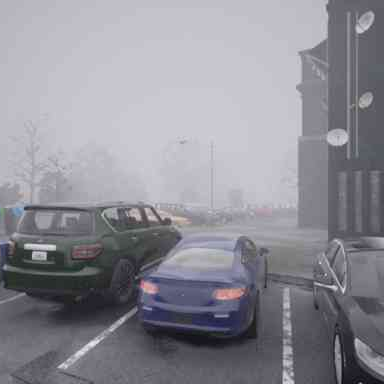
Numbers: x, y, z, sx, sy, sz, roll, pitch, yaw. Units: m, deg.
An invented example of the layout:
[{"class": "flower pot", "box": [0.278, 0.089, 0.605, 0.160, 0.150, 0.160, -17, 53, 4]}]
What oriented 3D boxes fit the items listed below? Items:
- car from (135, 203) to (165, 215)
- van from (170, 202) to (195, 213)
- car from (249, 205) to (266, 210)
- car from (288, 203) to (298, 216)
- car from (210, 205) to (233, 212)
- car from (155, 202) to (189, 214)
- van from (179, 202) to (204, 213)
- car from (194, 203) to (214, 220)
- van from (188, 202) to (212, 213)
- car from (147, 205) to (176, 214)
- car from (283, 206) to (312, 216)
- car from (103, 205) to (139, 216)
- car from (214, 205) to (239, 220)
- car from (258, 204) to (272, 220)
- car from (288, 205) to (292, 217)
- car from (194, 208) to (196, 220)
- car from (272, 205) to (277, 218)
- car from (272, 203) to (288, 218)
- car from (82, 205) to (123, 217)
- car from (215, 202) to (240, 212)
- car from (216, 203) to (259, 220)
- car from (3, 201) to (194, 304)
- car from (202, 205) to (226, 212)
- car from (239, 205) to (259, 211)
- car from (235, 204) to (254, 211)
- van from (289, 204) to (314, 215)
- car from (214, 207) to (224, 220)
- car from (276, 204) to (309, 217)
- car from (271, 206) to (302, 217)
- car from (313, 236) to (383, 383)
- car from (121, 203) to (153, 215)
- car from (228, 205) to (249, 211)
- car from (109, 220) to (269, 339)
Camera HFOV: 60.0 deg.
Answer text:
[{"class": "car", "box": [-6.950, 2.786, 55.168, 4.553, 1.767, 2.185, 0, -2, 15]}, {"class": "van", "box": [-1.787, 2.957, 62.497, 4.442, 1.987, 1.878, 0, -2, 15]}, {"class": "car", "box": [18.124, 4.296, 91.980, 4.792, 1.488, 2.163, 0, -2, 13]}, {"class": "car", "box": [14.276, 2.978, 53.891, 5.566, 2.045, 2.435, 1, -1, 15]}, {"class": "car", "box": [6.580, 3.664, 74.753, 4.792, 1.488, 2.163, 0, -2, 15]}, {"class": "car", "box": [-3.622, 2.841, 60.083, 5.566, 2.045, 2.435, 0, -2, 15]}, {"class": "van", "box": [-0.097, 3.047, 64.946, 4.442, 1.987, 1.878, 0, -2, 15]}, {"class": "car", "box": [-1.183, 2.149, 31.653, 5.566, 2.045, 2.435, 1, -1, 15]}, {"class": "van", "box": [1.594, 3.138, 67.397, 4.442, 1.987, 1.878, 0, -2, 15]}, {"class": "car", "box": [-5.288, 3.042, 57.625, 4.674, 1.452, 2.002, 0, -2, 15]}, {"class": "car", "box": [19.372, 3.501, 61.295, 5.008, 1.535, 2.097, 1, -1, 15]}, {"class": "car", "box": [-10.576, 2.748, 49.941, 4.792, 1.488, 2.163, 0, -2, 15]}, {"class": "car", "box": [2.241, 2.594, 36.598, 5.008, 1.535, 2.097, 1, -1, 15]}, {"class": "car", "box": [7.376, 2.614, 44.012, 5.566, 2.045, 2.435, 1, -1, 15]}, {"class": "car", "box": [12.501, 3.167, 51.422, 4.792, 1.488, 2.163, 1, -1, 15]}, {"class": "car", "box": [-2.768, 2.295, 29.124, 5.366, 1.575, 1.946, 2, -2, 15]}, {"class": "car", "box": [9.081, 2.985, 46.481, 4.792, 1.488, 2.163, 1, -1, 15]}, {"class": "car", "box": [10.800, 2.795, 48.953, 5.566, 2.045, 2.435, 1, -1, 15]}, {"class": "car", "box": [-12.717, 2.613, 47.199, 5.366, 1.575, 1.946, 0, -2, 15]}, {"class": "car", "box": [8.213, 3.473, 77.218, 5.566, 2.045, 2.435, 0, -2, 15]}, {"class": "car", "box": [5.656, 2.650, 41.555, 4.553, 1.767, 2.185, 1, -1, 15]}, {"class": "car", "box": [-1.926, 1.236, 8.343, 2.435, 2.045, 5.566, 0, -1, 16]}, {"class": "car", "box": [4.831, 3.574, 72.313, 4.792, 1.488, 2.163, 0, -2, 15]}, {"class": "car", "box": [14.908, 4.086, 87.024, 5.008, 1.535, 2.097, 0, -2, 14]}, {"class": "car", "box": [13.282, 3.870, 84.561, 4.553, 1.767, 2.185, 0, -2, 14]}, {"class": "van", "box": [20.972, 3.363, 63.798, 4.442, 1.987, 1.878, 1, -1, 15]}, {"class": "car", "box": [0.507, 2.539, 34.120, 4.674, 1.452, 2.002, 1, -1, 15]}, {"class": "car", "box": [17.694, 3.160, 58.829, 5.566, 2.045, 2.435, 1, -1, 15]}, {"class": "car", "box": [15.953, 3.319, 56.355, 5.008, 1.535, 2.097, 1, -1, 15]}, {"class": "car", "box": [2.894, 1.488, 4.882, 2.231, 1.521, 4.892, 1, -1, 16]}, {"class": "car", "box": [-8.702, 2.696, 52.746, 4.553, 1.767, 2.185, 0, -2, 15]}, {"class": "car", "box": [11.595, 3.906, 82.105, 4.892, 1.521, 2.231, 0, -2, 14]}, {"class": "car", "box": [0.482, 1.527, 6.594, 2.002, 1.452, 4.674, 0, -1, 15]}]
